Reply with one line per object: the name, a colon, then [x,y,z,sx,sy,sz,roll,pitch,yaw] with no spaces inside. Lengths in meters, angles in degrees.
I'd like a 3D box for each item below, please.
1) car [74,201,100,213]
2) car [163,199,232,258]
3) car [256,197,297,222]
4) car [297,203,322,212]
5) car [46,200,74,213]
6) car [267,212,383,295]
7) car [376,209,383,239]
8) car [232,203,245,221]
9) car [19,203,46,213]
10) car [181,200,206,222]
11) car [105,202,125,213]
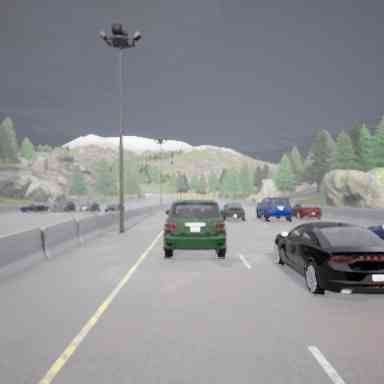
car: [-14.077,2.047,45.929,2.128,1.511,4.902,0,-1,0]
car: [0.101,1.295,13.199,2.150,2.045,5.566,0,-1,0]
car: [7.102,1.476,29.202,2.150,2.045,5.566,0,-1,0]
car: [10.602,1.767,31.529,1.882,1.535,5.008,0,-1,0]
car: [-17.576,1.899,45.589,2.097,1.767,4.553,0,-1,0]
car: [3.599,1.519,8.874,1.882,1.535,5.008,0,0,0]
car: [10.601,1.615,15.143,1.812,1.442,4.674,0,-1,0]
car: [3.602,1.772,30.116,1.837,1.490,4.892,0,-1,0]
car: [-21.081,2.127,44.569,1.895,1.301,4.718,0,-1,0]
car: [0.102,1.615,29.768,2.097,1.767,4.553,0,-1,0]
car: [-10.578,2.116,45.793,1.994,1.385,4.181,0,-1,0]
